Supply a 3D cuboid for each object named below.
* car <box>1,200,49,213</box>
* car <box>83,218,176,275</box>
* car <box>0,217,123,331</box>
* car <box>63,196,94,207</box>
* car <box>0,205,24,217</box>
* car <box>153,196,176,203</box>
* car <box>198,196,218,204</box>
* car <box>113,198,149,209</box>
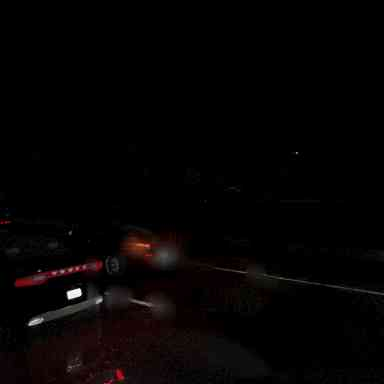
[{"bbox_3d":[-16.863,1.564,34.007,1.994,1.385,4.181,0,0,36],"label":"car"},{"bbox_3d":[-2.607,1.526,10.129,4.674,1.442,1.812,0,0,35],"label":"car"},{"bbox_3d":[-3.898,1.478,6.760,5.008,1.535,1.882,0,0,35],"label":"car"},{"bbox_3d":[-17.433,1.352,51.062,2.097,1.767,4.553,0,0,36],"label":"car"},{"bbox_3d":[-10.084,1.505,15.456,4.892,1.490,1.837,0,0,36],"label":"car"},{"bbox_3d":[-5.503,1.547,67.289,2.033,1.411,5.357,0,0,37],"label":"car"},{"bbox_3d":[3.018,1.507,61.210,1.837,1.490,4.892,0,-1,37],"label":"car"},{"bbox_3d":[-8.260,1.547,45.819,2.033,1.411,5.357,0,0,36],"label":"car"}]
